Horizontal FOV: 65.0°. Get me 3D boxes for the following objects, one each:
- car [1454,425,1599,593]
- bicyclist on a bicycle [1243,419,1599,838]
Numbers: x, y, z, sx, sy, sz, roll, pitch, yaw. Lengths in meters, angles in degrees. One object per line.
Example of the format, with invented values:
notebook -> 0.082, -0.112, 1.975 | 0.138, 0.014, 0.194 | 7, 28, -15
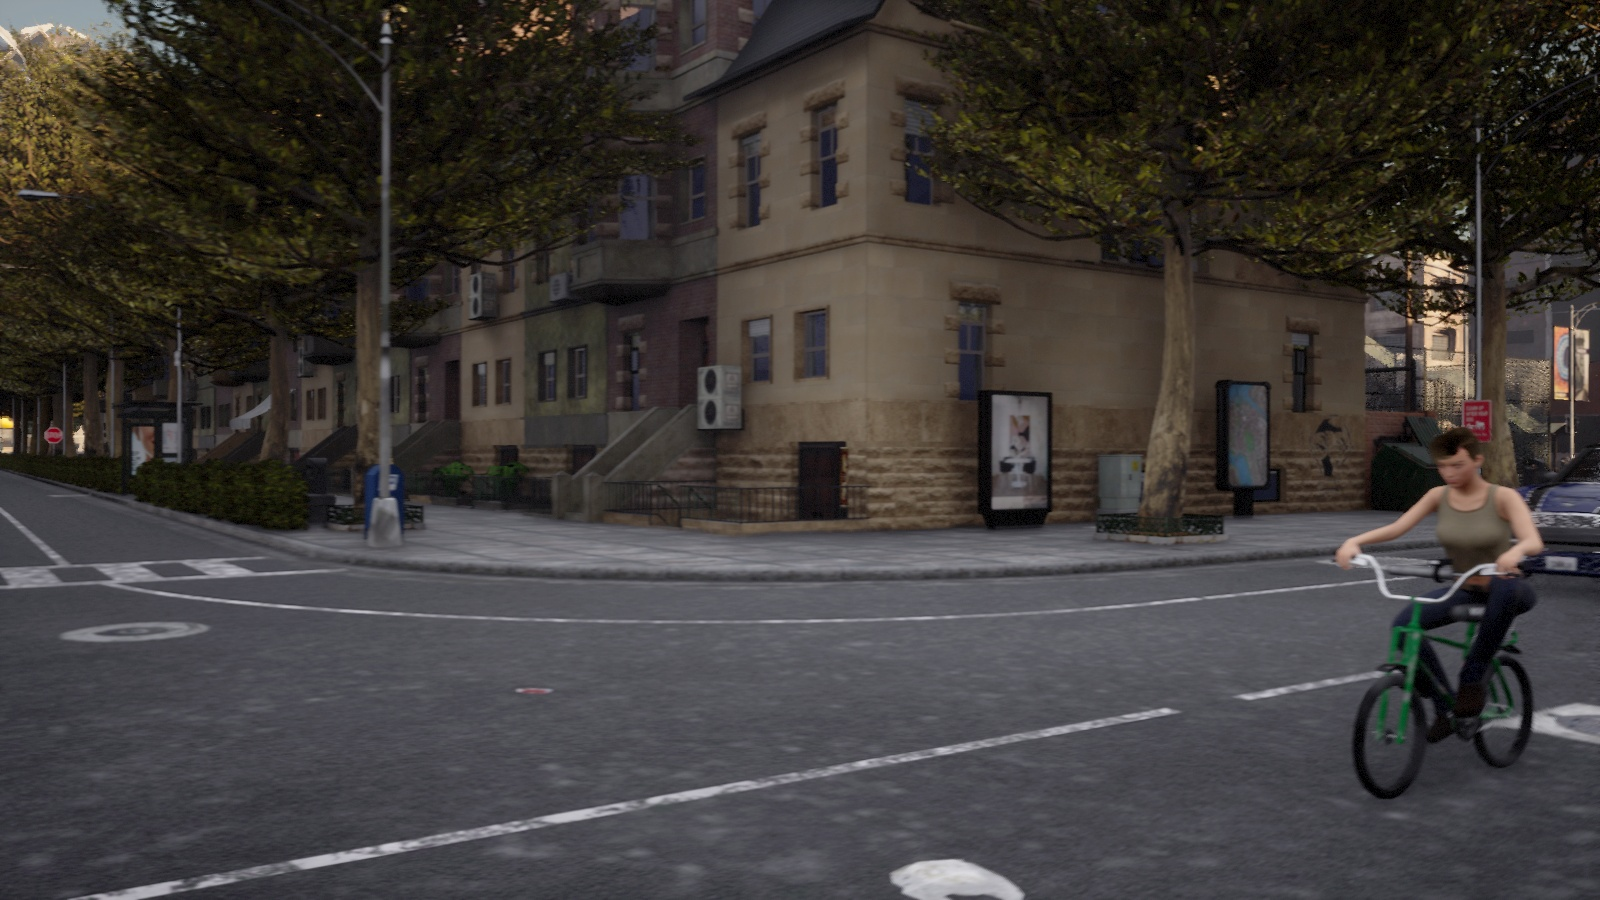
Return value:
car -> 9.995, 0.619, 14.881 | 4.553, 1.767, 2.097 | 0, 0, -35
bicyclist on a bicycle -> 2.825, 0.689, 5.618 | 1.509, 1.612, 0.866 | 0, 0, -35
